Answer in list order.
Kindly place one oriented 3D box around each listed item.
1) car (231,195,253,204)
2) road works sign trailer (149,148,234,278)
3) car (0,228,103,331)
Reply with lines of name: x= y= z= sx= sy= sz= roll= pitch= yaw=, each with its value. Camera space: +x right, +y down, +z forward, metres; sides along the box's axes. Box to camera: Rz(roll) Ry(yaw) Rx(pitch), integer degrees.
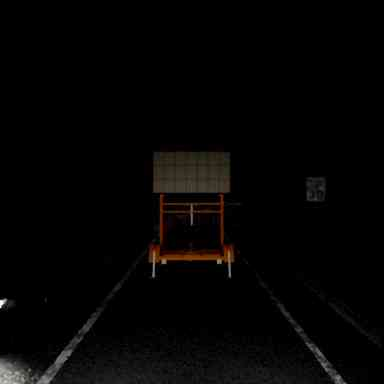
car: x=9.187 y=1.283 z=61.285 sx=5.008 sy=1.535 sz=1.882 roll=-1 pitch=0 yaw=-42
road works sign trailer: x=-0.011 y=0.467 z=10.114 sx=2.380 sy=3.560 sz=2.880 roll=0 pitch=0 yaw=0
car: x=-3.488 y=1.549 z=7.416 sx=2.033 sy=1.411 sz=5.357 roll=0 pitch=0 yaw=0
